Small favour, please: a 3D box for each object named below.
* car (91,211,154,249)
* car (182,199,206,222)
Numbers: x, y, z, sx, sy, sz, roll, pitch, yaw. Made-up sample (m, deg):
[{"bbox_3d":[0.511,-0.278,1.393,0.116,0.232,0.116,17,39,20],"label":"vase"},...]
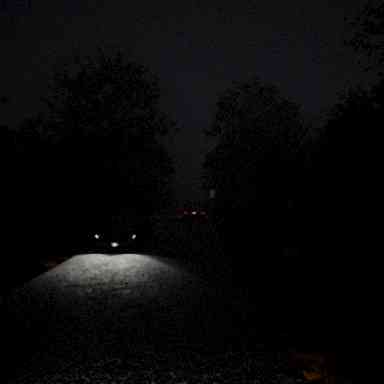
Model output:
[{"bbox_3d":[-2.805,1.543,14.778,2.033,1.411,5.357,0,0,0],"label":"car"},{"bbox_3d":[0.157,1.540,26.114,2.033,1.411,5.357,0,0,0],"label":"car"}]
